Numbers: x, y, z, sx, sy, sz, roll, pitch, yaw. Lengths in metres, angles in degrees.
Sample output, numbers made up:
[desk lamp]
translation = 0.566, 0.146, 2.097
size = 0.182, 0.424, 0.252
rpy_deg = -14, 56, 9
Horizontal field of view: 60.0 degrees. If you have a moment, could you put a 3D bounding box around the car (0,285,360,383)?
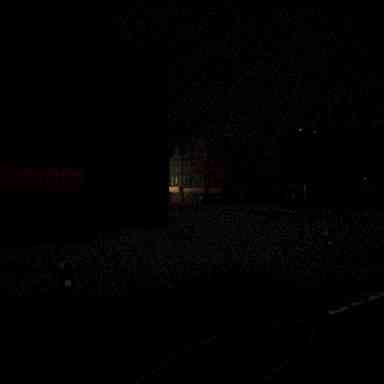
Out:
[car]
translation = -0.452, 1.566, 2.481
size = 4.313, 1.339, 1.947
rpy_deg = 0, 0, -35
